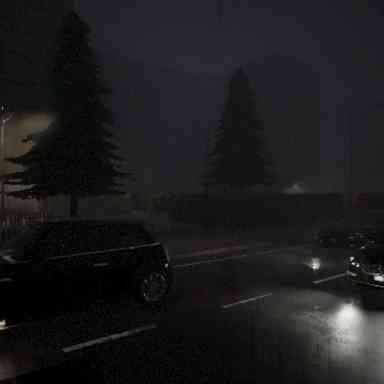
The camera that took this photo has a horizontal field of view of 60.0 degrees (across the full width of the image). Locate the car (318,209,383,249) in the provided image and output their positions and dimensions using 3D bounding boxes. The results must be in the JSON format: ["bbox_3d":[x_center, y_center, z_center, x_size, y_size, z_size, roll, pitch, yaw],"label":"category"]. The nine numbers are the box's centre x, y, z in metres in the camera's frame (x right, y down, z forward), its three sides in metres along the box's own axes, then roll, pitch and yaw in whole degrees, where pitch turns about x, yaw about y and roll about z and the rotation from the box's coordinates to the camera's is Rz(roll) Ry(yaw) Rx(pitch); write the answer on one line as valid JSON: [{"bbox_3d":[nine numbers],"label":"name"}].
[{"bbox_3d":[7.123,1.477,13.519,5.008,1.535,1.882,0,0,-36],"label":"car"}]

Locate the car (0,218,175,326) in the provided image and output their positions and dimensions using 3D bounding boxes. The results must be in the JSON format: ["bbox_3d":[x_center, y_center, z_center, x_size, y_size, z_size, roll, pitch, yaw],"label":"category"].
[{"bbox_3d":[-2.648,1.352,6.398,4.553,1.767,2.097,0,0,-36],"label":"car"}]

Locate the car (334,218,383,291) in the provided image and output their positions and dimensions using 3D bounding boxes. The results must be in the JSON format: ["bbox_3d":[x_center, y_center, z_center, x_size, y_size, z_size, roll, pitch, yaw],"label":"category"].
[{"bbox_3d":[5.772,1.504,8.197,4.892,1.490,1.837,0,0,-36],"label":"car"}]
